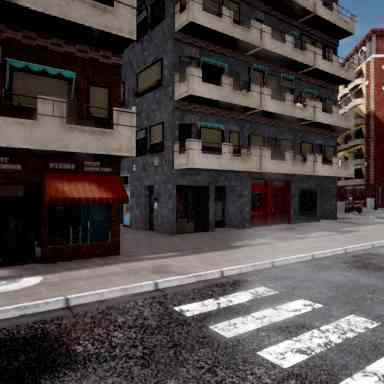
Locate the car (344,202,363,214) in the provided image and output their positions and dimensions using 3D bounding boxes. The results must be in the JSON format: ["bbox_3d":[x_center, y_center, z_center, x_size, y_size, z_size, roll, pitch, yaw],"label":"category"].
[{"bbox_3d":[17.813,1.790,38.250,1.895,1.301,4.718,0,0,5],"label":"car"}]
